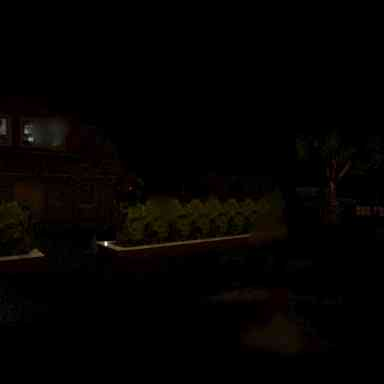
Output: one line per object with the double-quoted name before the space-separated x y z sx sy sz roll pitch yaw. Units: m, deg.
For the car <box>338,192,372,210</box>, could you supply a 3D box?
"car" 17.407 0.985 36.196 3.866 1.878 1.905 0 0 0
